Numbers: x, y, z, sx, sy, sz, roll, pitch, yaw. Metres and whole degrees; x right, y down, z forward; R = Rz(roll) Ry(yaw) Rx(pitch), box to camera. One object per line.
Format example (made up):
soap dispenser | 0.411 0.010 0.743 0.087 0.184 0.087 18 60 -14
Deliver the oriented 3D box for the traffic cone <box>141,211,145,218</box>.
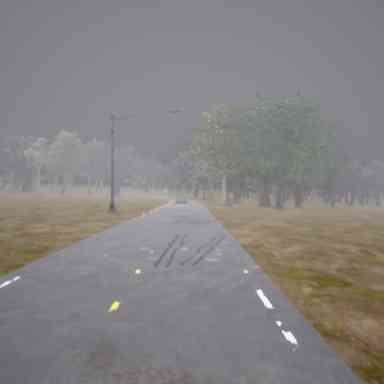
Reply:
traffic cone | -4.236 1.937 29.165 0.340 0.580 0.340 0 0 1

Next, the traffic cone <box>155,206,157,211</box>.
traffic cone | -4.199 1.961 39.170 0.340 0.580 0.340 0 0 0

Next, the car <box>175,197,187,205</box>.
car | -1.961 1.620 60.913 1.994 1.385 4.181 0 0 0
